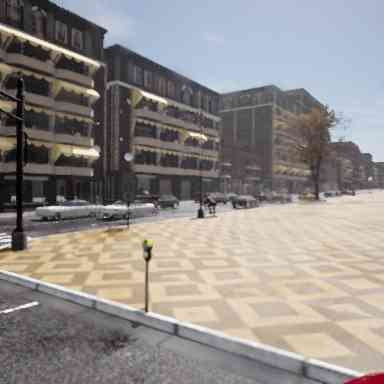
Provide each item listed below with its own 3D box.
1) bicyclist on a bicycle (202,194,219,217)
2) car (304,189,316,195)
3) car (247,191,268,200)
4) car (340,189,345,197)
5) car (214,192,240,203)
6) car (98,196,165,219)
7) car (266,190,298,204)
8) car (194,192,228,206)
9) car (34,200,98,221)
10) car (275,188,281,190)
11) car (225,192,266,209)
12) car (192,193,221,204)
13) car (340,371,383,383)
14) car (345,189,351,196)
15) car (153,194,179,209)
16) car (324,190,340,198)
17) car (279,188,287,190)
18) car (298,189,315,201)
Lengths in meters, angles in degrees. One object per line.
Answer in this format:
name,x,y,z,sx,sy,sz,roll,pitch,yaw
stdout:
bicyclist on a bicycle,1.177,0.988,23.601,1.656,1.620,0.582,0,1,35
car,30.564,0.055,85.909,1.887,1.381,4.507,2,2,35
car,11.539,0.591,58.441,1.947,1.339,4.313,2,2,35
car,31.111,0.321,71.981,2.008,1.369,4.403,2,2,35
car,5.197,0.750,49.284,2.008,1.369,4.403,2,2,35
car,-4.474,1.257,25.311,1.895,1.301,4.718,1,1,35
car,12.086,0.839,44.513,2.008,1.369,4.403,2,2,35
car,2.671,0.846,41.086,2.128,1.511,4.902,1,1,35
car,-8.927,1.276,24.366,1.895,1.301,4.718,1,1,35
car,14.613,0.467,62.878,1.752,1.417,4.829,2,2,35
car,5.744,1.013,35.357,2.008,1.369,4.403,2,2,35
car,2.026,0.852,44.707,1.947,1.339,4.313,2,2,35
car,2.632,1.549,0.988,4.507,1.381,1.887,0,1,36
car,37.454,0.039,81.135,1.967,1.590,4.097,2,2,35
car,-3.198,1.021,32.632,1.837,1.490,4.892,1,1,35
car,27.941,0.407,67.404,2.008,1.369,4.403,2,2,35
car,17.884,0.168,67.590,2.192,1.841,5.009,2,2,35
car,18.525,0.637,53.809,1.752,1.417,4.829,2,2,35
